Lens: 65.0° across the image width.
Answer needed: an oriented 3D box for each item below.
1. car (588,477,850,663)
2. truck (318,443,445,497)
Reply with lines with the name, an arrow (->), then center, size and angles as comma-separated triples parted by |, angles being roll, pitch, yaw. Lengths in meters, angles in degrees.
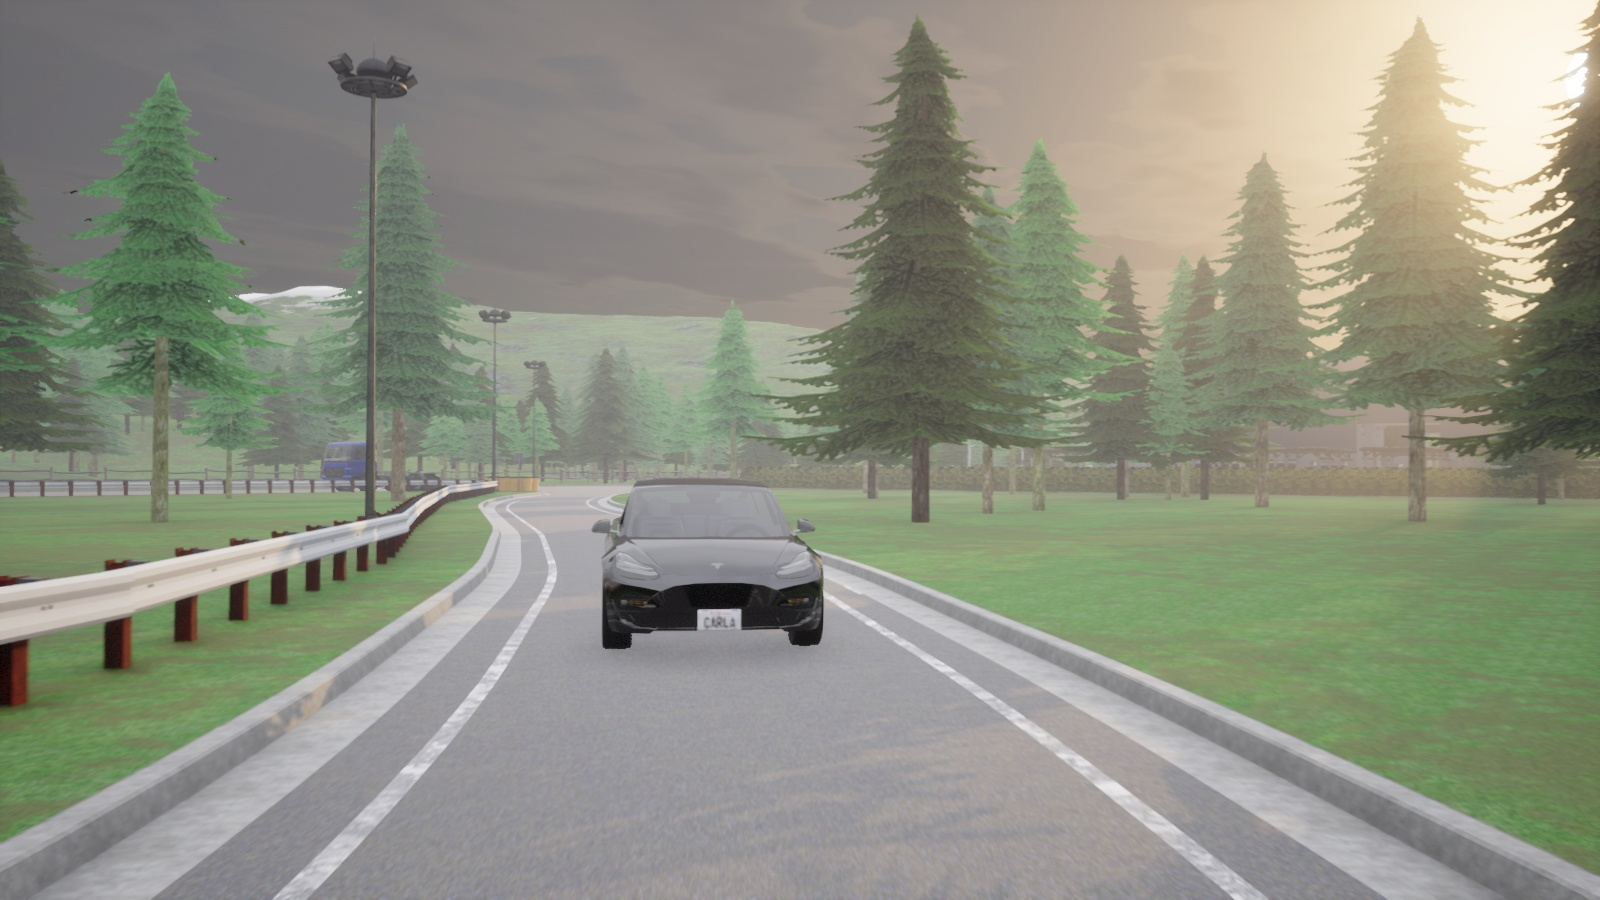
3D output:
car -> -1.002, 1.032, 12.759 | 2.163, 1.488, 4.792 | 0, -1, -8
truck -> -27.914, 1.357, 84.178 | 2.891, 3.462, 7.936 | -1, -1, 34
